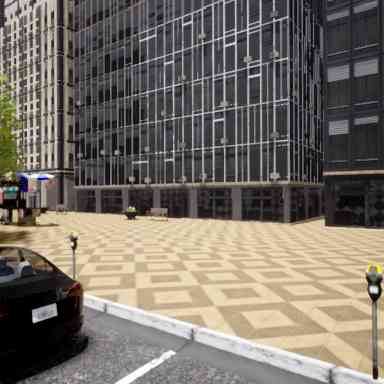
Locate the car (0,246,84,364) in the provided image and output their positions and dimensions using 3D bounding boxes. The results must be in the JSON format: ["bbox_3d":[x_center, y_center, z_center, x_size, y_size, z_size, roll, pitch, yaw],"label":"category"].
[{"bbox_3d":[-3.553,1.566,5.418,4.313,1.339,1.947,0,0,36],"label":"car"}]
